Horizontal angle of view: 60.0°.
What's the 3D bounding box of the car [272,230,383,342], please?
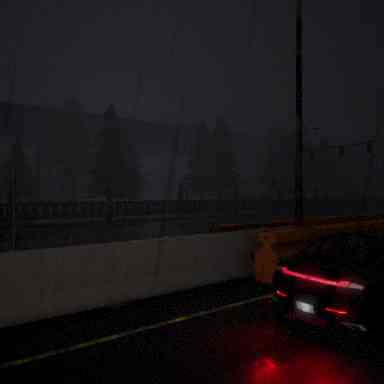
[{"bbox_3d":[3.650,1.492,6.354,4.902,1.511,2.128,0,0,-36],"label":"car"}]
